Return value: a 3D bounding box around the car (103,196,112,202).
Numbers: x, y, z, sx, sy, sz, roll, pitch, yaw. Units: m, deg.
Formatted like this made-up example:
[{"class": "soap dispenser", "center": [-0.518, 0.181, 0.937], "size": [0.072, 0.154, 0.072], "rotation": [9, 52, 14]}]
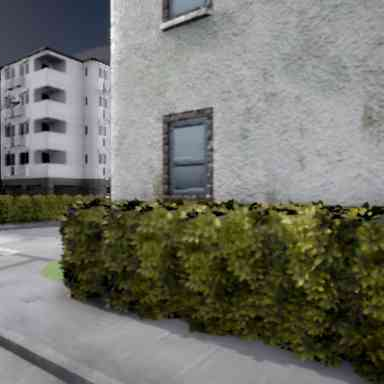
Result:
[{"class": "car", "center": [-5.330, 1.277, 24.041], "size": [2.150, 2.045, 5.566], "rotation": [0, 0, 35]}]
